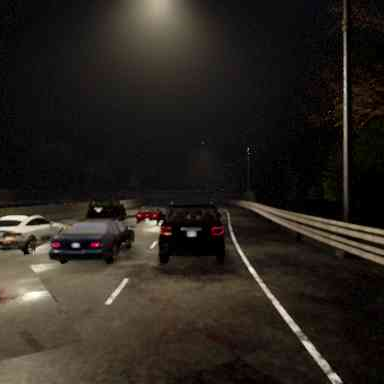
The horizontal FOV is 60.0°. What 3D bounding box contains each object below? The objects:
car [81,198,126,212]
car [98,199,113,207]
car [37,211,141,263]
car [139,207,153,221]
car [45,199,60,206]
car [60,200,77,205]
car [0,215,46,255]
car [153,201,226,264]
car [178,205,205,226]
[{"bbox_3d":[-6.993,1.523,27.589,2.150,2.045,5.566,0,0,0],"label":"car"},{"bbox_3d":[-17.511,2.266,67.394,1.837,1.490,4.892,0,-1,0],"label":"car"},{"bbox_3d":[-3.491,1.681,12.522,2.033,1.411,5.357,0,-1,0],"label":"car"},{"bbox_3d":[-3.486,1.906,28.241,1.895,1.301,4.718,0,-1,0],"label":"car"},{"bbox_3d":[-28.011,2.244,67.393,1.882,1.535,5.008,0,-1,0],"label":"car"},{"bbox_3d":[-24.512,2.290,67.393,1.812,1.442,4.674,0,-1,0],"label":"car"},{"bbox_3d":[-6.975,1.673,13.893,1.812,1.442,4.674,0,0,1],"label":"car"},{"bbox_3d":[0.008,1.358,12.557,2.150,2.045,5.566,0,0,0],"label":"car"},{"bbox_3d":[0.005,1.845,27.529,2.033,1.411,5.357,0,-1,0],"label":"car"}]
